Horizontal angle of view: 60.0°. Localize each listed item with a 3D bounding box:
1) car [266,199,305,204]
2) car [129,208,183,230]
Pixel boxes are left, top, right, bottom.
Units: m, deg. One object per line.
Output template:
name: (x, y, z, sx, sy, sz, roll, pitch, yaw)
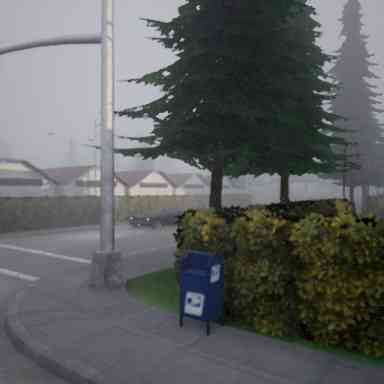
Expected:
car: (7.063, 1.611, 27.417, 1.882, 1.535, 5.008, -3, -1, -10)
car: (-2.049, 1.759, 22.656, 1.895, 1.301, 4.718, 0, 0, 36)
